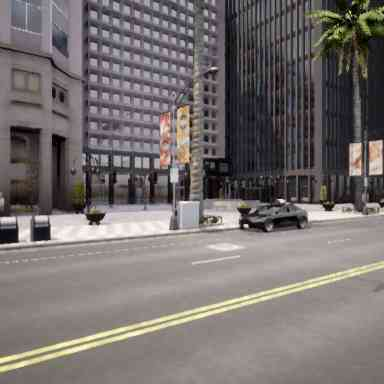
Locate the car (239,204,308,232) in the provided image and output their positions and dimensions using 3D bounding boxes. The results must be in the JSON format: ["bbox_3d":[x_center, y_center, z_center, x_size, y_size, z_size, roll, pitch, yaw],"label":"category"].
[{"bbox_3d":[4.951,1.492,19.918,4.786,1.482,2.161,0,0,-36],"label":"car"}]
